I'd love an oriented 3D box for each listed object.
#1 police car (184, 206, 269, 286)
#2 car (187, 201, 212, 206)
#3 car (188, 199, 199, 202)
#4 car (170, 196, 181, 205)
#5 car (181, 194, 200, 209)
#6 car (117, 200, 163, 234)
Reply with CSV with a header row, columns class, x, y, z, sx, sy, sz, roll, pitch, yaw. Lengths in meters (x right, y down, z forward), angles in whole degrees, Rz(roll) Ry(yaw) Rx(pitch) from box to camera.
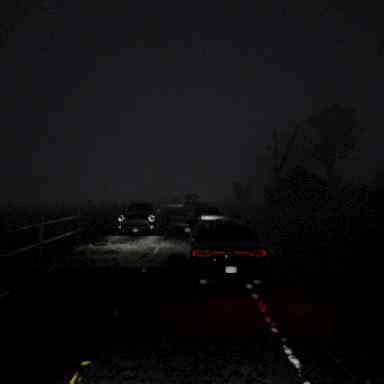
class,x,y,z,sx,sy,sz,roll,pitch,yaw
police car,0.814,1.433,9.574,1.930,1.638,5.238,0,0,0
car,0.799,1.525,19.464,1.837,1.490,4.892,0,0,0
car,0.791,1.532,25.464,1.837,1.490,4.892,0,0,0
car,-2.877,1.608,61.167,1.837,1.490,4.892,0,0,0
car,-0.036,1.285,46.124,2.150,2.045,5.566,0,0,0
car,-2.874,1.371,19.158,2.097,1.767,4.553,0,0,0
